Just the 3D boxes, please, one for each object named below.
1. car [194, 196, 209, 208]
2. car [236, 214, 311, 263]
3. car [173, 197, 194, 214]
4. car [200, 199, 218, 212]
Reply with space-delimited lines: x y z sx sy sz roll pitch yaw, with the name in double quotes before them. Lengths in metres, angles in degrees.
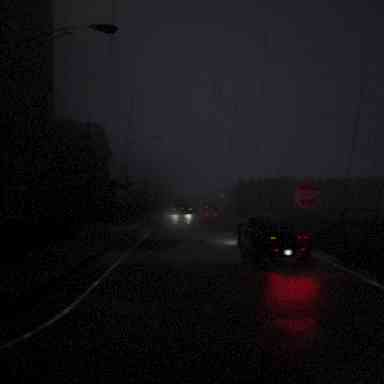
"car" 1.384 1.724 58.723 2.150 2.045 5.566 0 -1 -17
"car" 2.865 1.583 12.402 1.837 1.490 4.892 -1 -1 -1
"car" -1.115 1.608 41.572 2.150 2.045 5.566 -1 0 0
"car" 2.480 1.973 45.114 1.895 1.301 4.718 -1 -1 0
